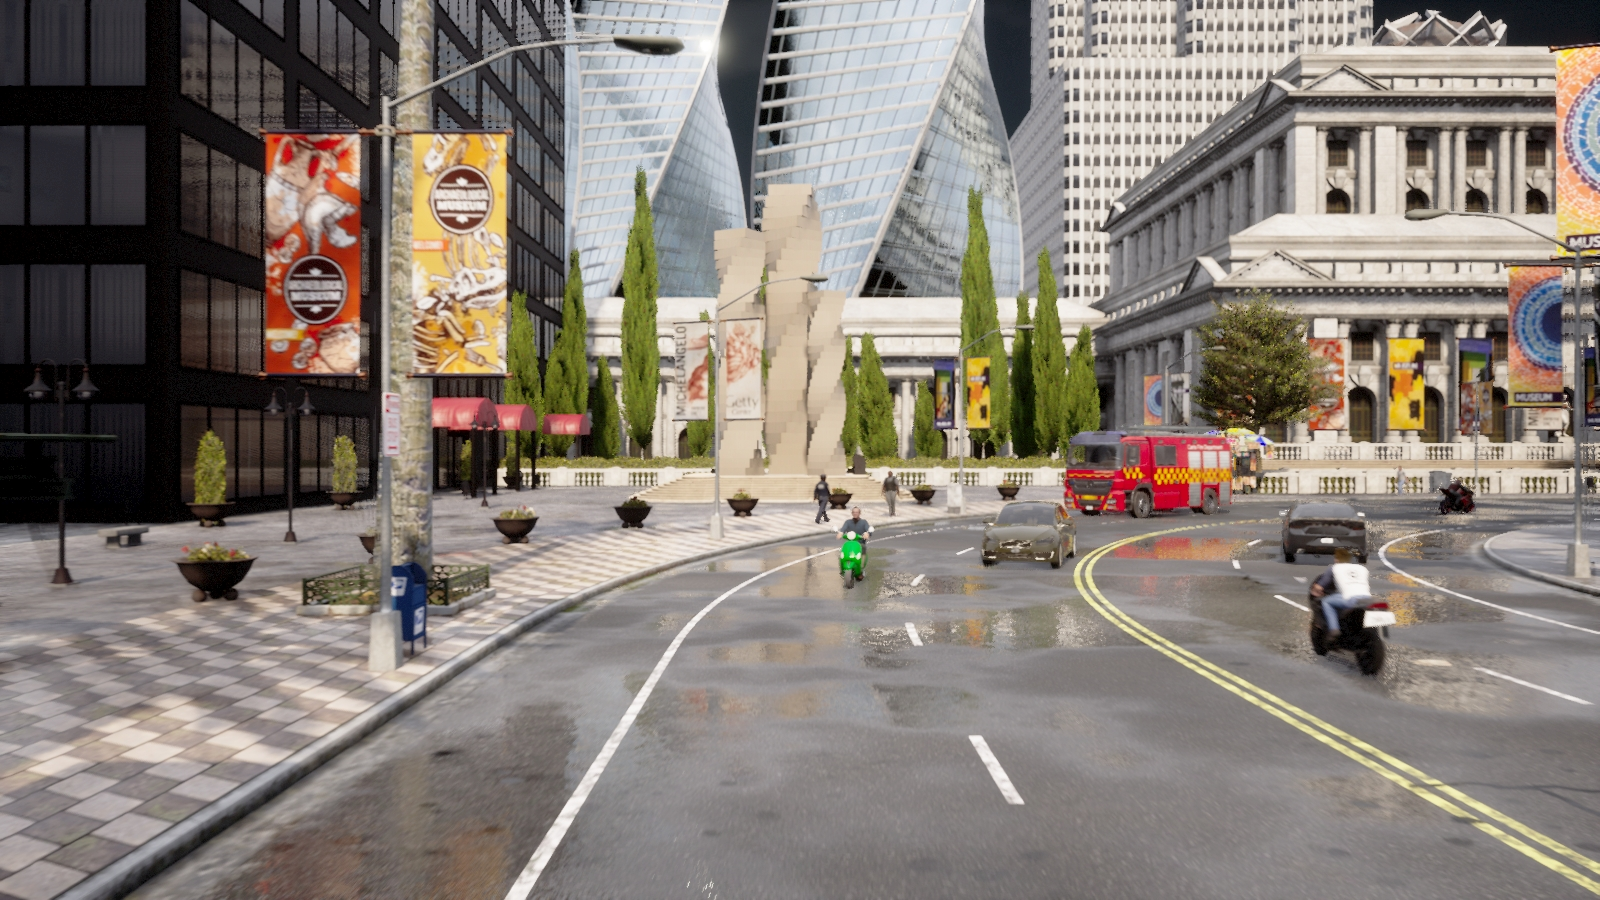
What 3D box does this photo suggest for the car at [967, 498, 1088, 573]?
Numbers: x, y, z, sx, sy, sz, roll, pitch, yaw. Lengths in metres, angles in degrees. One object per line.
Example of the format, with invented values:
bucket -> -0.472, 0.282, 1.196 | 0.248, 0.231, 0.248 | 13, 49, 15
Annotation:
car -> 5.790, 2.061, 28.585 | 2.231, 1.480, 4.892 | 0, 0, 20

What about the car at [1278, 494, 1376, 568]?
car -> 13.665, 2.035, 29.875 | 2.097, 1.535, 5.006 | 0, 0, 22

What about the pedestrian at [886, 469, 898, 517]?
pedestrian -> 3.606, 1.697, 44.826 | 0.375, 1.860, 0.375 | 0, 0, 21

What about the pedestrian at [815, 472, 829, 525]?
pedestrian -> 0.775, 1.698, 40.447 | 0.375, 1.860, 0.375 | 0, 0, 32

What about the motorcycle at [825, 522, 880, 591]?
motorcycle -> 1.111, 2.182, 23.650 | 0.856, 1.236, 1.805 | 1, 0, 11

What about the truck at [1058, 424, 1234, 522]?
truck -> 14.832, 0.891, 48.595 | 8.468, 3.827, 2.891 | 0, 0, -39

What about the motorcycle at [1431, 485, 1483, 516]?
motorcycle -> 28.788, 2.206, 50.057 | 2.209, 1.251, 0.867 | 0, 1, -26

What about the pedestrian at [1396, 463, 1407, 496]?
pedestrian -> 34.308, 1.698, 65.190 | 0.375, 1.860, 0.375 | 0, 0, -20
